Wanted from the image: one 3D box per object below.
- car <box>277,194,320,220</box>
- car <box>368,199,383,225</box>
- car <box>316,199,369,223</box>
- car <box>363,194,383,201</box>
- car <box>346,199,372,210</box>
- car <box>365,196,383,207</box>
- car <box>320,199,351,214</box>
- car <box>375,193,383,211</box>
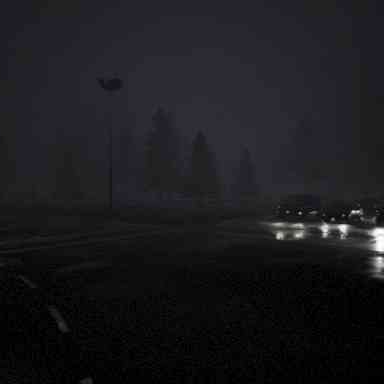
[{"bbox_3d":[9.225,1.211,28.120,2.150,2.045,5.566,0,0,40],"label":"car"},{"bbox_3d":[14.177,1.486,23.130,2.128,1.511,4.902,0,0,40],"label":"car"},{"bbox_3d":[11.630,1.539,25.544,2.033,1.411,5.357,0,0,39],"label":"car"},{"bbox_3d":[17.651,1.343,32.822,2.097,1.767,4.553,0,0,40],"label":"car"},{"bbox_3d":[21.779,1.588,43.277,1.895,1.301,4.718,0,0,40],"label":"car"},{"bbox_3d":[28.390,1.477,51.134,2.128,1.511,4.902,0,0,40],"label":"car"},{"bbox_3d":[15.430,1.514,35.622,1.812,1.442,4.674,0,0,40],"label":"car"},{"bbox_3d":[24.355,1.211,40.912,2.150,2.045,5.566,0,0,40],"label":"car"}]
